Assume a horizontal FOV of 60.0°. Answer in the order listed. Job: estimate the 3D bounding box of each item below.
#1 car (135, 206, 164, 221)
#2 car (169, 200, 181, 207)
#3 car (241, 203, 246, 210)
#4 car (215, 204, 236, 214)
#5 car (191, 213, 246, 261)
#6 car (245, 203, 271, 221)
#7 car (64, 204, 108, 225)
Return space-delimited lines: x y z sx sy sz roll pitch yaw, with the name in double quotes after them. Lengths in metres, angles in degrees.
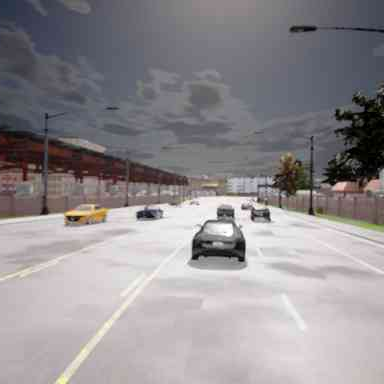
-4.034 1.994 32.192 1.895 1.301 4.718 1 -1 7 "car"
-3.383 2.342 68.307 1.837 1.490 4.892 1 -1 6 "car"
9.913 2.606 60.434 1.994 1.385 4.181 1 -1 6 "car"
3.563 2.081 35.438 1.837 1.490 4.892 1 0 7 "car"
1.101 1.782 13.383 1.994 1.385 4.181 1 -1 6 "car"
6.975 2.112 34.438 2.128 1.511 4.902 1 -1 6 "car"
-8.232 1.711 26.242 1.882 1.535 5.008 1 -1 7 "car"
